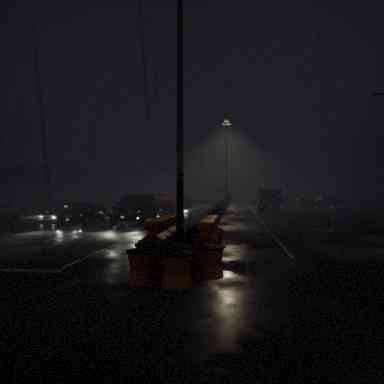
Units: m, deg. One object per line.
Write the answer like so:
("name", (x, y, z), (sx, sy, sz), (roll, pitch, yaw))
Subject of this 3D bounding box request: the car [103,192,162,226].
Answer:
("car", (-3.937, 1.179, 23.267), (2.150, 2.045, 5.566), (0, 0, 8))

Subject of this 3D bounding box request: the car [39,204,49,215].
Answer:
("car", (-13.144, 1.464, 33.534), (2.033, 1.411, 5.357), (0, 0, 8))

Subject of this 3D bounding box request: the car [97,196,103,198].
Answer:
("car", (-11.738, 1.316, 43.713), (2.128, 1.511, 4.902), (0, 1, 8))

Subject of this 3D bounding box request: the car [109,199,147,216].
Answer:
("car", (-6.166, 1.463, 32.884), (2.033, 1.411, 5.357), (0, 0, 8))

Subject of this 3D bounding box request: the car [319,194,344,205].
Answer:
("car", (20.979, 1.044, 49.756), (2.097, 1.767, 4.553), (0, 1, 8))

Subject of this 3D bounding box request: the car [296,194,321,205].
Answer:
("car", (17.521, 1.292, 50.299), (1.895, 1.301, 4.718), (0, 1, 8))

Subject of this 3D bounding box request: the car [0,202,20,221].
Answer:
("car", (-14.427, 1.484, 24.033), (1.812, 1.442, 4.674), (0, 0, 8))

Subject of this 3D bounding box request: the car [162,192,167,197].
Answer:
("car", (-4.658, 1.035, 43.800), (2.150, 2.045, 5.566), (0, 1, 8))

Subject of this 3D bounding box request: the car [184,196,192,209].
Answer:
("car", (-1.237, 1.295, 42.994), (1.882, 1.535, 5.008), (0, 1, 8))

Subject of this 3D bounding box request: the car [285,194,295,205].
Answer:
("car", (14.049, 1.216, 50.745), (1.812, 1.442, 4.674), (0, 1, 8))

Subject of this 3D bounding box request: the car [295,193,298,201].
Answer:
("car", (18.877, 1.029, 60.177), (1.837, 1.490, 4.892), (0, 1, 8))

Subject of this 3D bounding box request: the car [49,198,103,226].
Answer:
("car", (-7.474, 1.451, 23.213), (2.128, 1.511, 4.902), (0, 0, 8))

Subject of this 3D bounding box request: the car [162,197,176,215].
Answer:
("car", (-2.668, 1.479, 32.582), (1.994, 1.385, 4.181), (0, 0, 8))

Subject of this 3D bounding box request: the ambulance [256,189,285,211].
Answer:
("ambulance", (8.820, 0.884, 38.356), (2.351, 2.431, 6.366), (0, 1, 8))
